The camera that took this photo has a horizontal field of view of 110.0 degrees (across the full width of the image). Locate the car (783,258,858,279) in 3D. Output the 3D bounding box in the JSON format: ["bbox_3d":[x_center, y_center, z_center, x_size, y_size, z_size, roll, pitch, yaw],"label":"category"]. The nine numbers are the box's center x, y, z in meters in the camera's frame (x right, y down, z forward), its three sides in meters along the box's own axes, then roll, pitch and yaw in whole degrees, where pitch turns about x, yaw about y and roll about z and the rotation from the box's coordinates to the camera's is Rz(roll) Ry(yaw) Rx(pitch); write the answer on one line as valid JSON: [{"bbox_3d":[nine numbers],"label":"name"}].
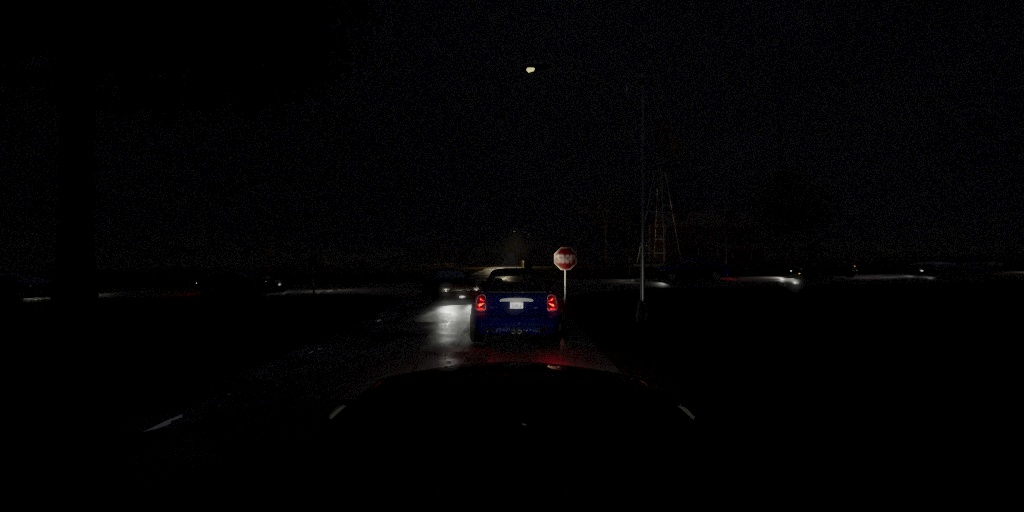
[{"bbox_3d":[21.937,0.849,25.603,4.181,1.385,1.994,-1,1,1],"label":"car"}]

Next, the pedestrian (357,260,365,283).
[{"bbox_3d":[-12.145,1.215,28.819,0.375,1.860,0.375,0,2,0],"label":"pedestrian"}]

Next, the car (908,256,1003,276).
[{"bbox_3d":[31.437,0.692,25.551,4.718,1.301,1.895,-1,1,1],"label":"car"}]

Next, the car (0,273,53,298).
[{"bbox_3d":[-31.779,1.836,22.963,5.008,1.535,1.882,-1,1,0],"label":"car"}]

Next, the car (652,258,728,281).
[{"bbox_3d":[12.660,0.948,25.653,5.008,1.535,1.882,-1,1,0],"label":"car"}]

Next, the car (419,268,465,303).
[{"bbox_3d":[-3.163,1.305,17.236,2.033,1.411,5.357,0,0,-25],"label":"car"}]

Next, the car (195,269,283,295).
[{"bbox_3d":[-17.286,1.584,22.878,4.902,1.511,2.128,-1,1,0],"label":"car"}]

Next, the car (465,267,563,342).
[{"bbox_3d":[0.103,1.104,9.979,2.097,1.767,4.553,0,0,0],"label":"car"}]
